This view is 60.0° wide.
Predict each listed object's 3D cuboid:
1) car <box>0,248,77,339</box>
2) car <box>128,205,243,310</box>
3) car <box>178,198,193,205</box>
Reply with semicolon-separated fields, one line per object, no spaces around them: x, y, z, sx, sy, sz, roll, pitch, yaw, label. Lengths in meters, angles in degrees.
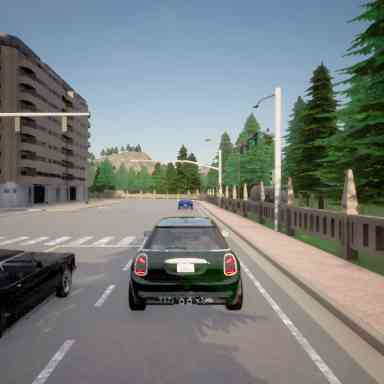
-3.543;1.601;5.580;1.895;1.301;4.718;0;0;-1;car
-0.126;1.352;7.951;2.097;1.767;4.553;0;0;0;car
-0.862;1.477;44.304;1.882;1.535;5.008;0;0;-1;car
